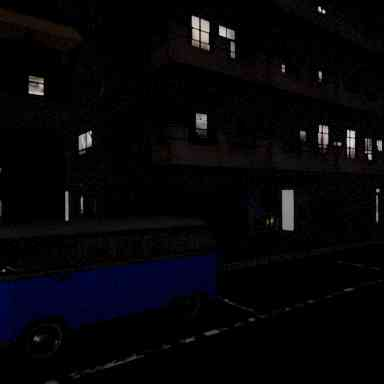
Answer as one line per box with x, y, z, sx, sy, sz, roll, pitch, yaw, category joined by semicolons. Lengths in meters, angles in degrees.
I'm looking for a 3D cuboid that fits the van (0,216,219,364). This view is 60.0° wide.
-1.417;1.341;5.554;3.998;1.788;1.690;0;0;-35;van
